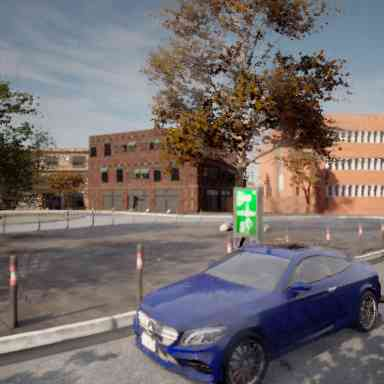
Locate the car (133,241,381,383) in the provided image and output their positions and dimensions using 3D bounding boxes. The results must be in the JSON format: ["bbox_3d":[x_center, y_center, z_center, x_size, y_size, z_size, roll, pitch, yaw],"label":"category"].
[{"bbox_3d":[1.344,1.602,5.448,4.674,1.442,1.812,1,-1,-37],"label":"car"}]
